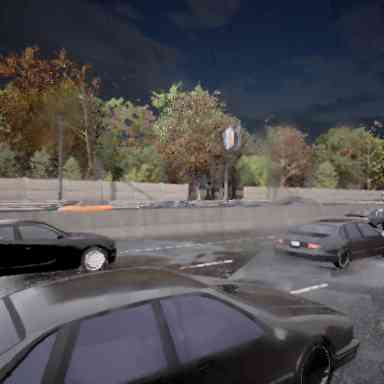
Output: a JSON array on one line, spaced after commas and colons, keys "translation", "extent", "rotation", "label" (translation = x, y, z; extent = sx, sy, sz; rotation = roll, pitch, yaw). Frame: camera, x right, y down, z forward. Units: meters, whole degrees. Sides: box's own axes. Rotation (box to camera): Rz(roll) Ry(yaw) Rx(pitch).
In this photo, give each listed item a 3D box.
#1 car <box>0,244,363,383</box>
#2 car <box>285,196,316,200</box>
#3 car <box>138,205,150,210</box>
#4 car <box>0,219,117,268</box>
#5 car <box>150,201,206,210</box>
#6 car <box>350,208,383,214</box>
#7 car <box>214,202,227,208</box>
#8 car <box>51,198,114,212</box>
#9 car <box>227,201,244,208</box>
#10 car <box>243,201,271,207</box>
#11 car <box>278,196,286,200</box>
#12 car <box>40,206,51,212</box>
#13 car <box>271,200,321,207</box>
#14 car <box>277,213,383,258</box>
[{"translation": [-0.522, 1.558, 3.368], "extent": [5.357, 1.411, 2.033], "rotation": [1, 0, -35], "label": "car"}, {"translation": [15.058, 1.722, 44.264], "extent": [4.553, 1.767, 2.097], "rotation": [1, 0, -34], "label": "car"}, {"translation": [-3.131, 1.706, 35.901], "extent": [5.357, 1.411, 2.033], "rotation": [1, 0, -35], "label": "car"}, {"translation": [-4.561, 1.483, 9.090], "extent": [5.008, 1.535, 1.882], "rotation": [1, 0, -35], "label": "car"}, {"translation": [-1.047, 1.710, 33.081], "extent": [5.357, 1.411, 2.033], "rotation": [1, 0, -35], "label": "car"}, {"translation": [10.934, 1.692, 19.851], "extent": [4.902, 1.511, 2.128], "rotation": [1, 0, -35], "label": "car"}, {"translation": [5.321, 1.814, 41.762], "extent": [5.357, 1.411, 2.033], "rotation": [1, 0, -34], "label": "car"}, {"translation": [-8.839, 1.417, 27.668], "extent": [4.553, 1.767, 2.097], "rotation": [1, 0, -35], "label": "car"}, {"translation": [6.951, 1.755, 38.635], "extent": [4.902, 1.511, 2.128], "rotation": [1, 0, -35], "label": "car"}, {"translation": [7.877, 1.817, 35.018], "extent": [4.181, 1.385, 1.994], "rotation": [1, 0, -35], "label": "car"}, {"translation": [13.817, 1.599, 47.659], "extent": [5.566, 2.045, 2.150], "rotation": [1, 0, -35], "label": "car"}, {"translation": [-11.157, 1.563, 30.316], "extent": [4.892, 1.490, 1.837], "rotation": [1, 0, -35], "label": "car"}, {"translation": [10.336, 1.766, 32.464], "extent": [4.892, 1.490, 1.837], "rotation": [1, 0, -35], "label": "car"}, {"translation": [5.218, 1.653, 11.609], "extent": [5.357, 1.411, 2.033], "rotation": [1, 0, -35], "label": "car"}]
